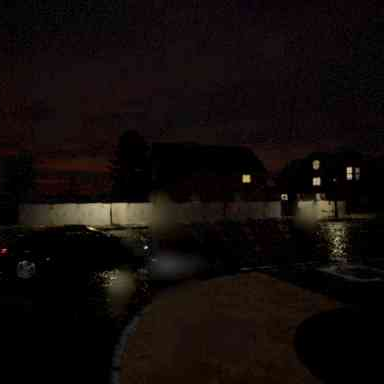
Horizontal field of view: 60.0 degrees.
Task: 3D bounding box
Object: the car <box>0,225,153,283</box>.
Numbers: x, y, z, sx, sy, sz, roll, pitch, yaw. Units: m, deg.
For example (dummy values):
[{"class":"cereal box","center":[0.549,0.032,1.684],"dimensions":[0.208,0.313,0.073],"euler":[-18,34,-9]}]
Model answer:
[{"class":"car","center":[-3.308,1.680,9.922],"dimensions":[4.181,1.385,1.994],"euler":[0,-1,-21]}]
